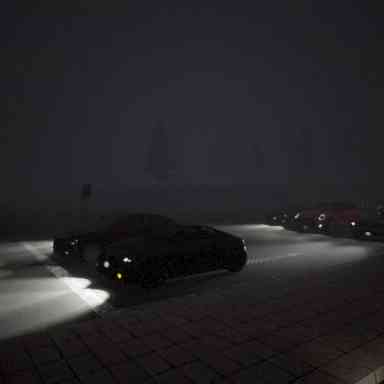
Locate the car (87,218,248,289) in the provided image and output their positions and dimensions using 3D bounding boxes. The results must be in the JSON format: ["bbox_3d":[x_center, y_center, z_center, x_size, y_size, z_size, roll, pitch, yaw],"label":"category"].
[{"bbox_3d":[-0.438,1.563,9.196,4.181,1.385,1.994,0,0,-35],"label":"car"}]

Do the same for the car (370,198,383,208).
[{"bbox_3d":[17.227,1.351,30.301,4.553,1.767,2.097,0,0,-35],"label":"car"}]

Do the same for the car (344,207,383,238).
[{"bbox_3d":[9.867,1.601,16.502,4.718,1.301,1.895,0,0,-35],"label":"car"}]

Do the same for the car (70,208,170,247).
[{"bbox_3d":[-3.348,1.564,15.718,4.181,1.385,1.994,0,0,-36],"label":"car"}]

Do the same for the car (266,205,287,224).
[{"bbox_3d":[7.101,1.564,23.099,4.181,1.385,1.994,0,0,-35],"label":"car"}]

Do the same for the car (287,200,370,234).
[{"bbox_3d":[8.032,1.351,19.487,4.553,1.767,2.097,0,0,-35],"label":"car"}]

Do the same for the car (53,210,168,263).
[{"bbox_3d":[-2.369,1.478,12.118,5.008,1.535,1.882,0,0,-35],"label":"car"}]
